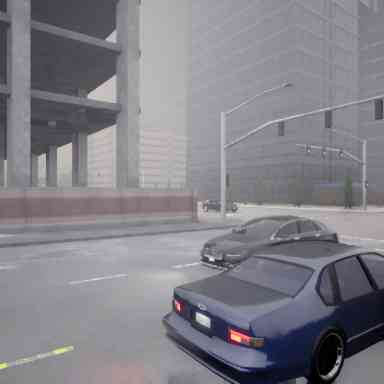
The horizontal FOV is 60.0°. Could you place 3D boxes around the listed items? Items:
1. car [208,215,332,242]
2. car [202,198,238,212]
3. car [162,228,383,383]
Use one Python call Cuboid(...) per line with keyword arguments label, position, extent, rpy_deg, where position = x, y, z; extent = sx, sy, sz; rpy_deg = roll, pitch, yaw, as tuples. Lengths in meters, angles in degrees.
Cuboid(label="car", position=(2.495, 1.505, 10.078), extent=(4.892, 1.490, 1.837), rpy_deg=(0, 0, -35))
Cuboid(label="car", position=(3.106, 1.505, 37.433), extent=(1.837, 1.490, 4.892), rpy_deg=(0, 0, -36))
Cuboid(label="car", position=(2.184, 1.547, 5.348), extent=(5.357, 1.411, 2.033), rpy_deg=(0, 0, -35))
